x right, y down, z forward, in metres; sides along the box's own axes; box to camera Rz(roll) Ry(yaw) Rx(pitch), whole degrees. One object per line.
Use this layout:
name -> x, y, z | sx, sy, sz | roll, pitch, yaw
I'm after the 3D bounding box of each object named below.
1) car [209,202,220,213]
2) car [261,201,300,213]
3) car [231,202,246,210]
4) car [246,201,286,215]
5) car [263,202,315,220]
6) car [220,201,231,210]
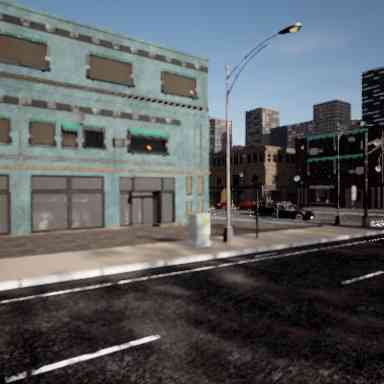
car -> 1.167, 1.886, 41.982 | 1.967, 1.590, 4.097 | -1, 0, -35
car -> 11.205, 1.863, 42.338 | 2.008, 1.369, 4.403 | -1, 0, -35
car -> 7.994, 1.957, 46.847 | 1.802, 1.307, 4.206 | -1, 0, -35
car -> 8.599, 1.824, 36.034 | 1.837, 1.490, 4.892 | -1, 0, -35
car -> 9.123, 1.854, 30.610 | 1.947, 1.339, 4.313 | -1, 0, -35
car -> 4.783, 2.019, 51.354 | 1.802, 1.307, 4.206 | -1, 0, -35
